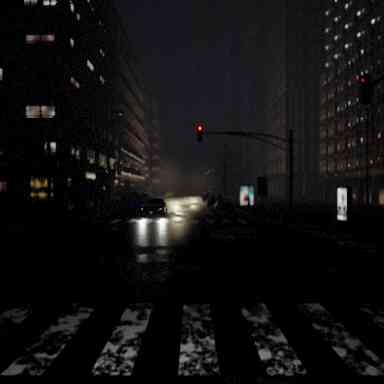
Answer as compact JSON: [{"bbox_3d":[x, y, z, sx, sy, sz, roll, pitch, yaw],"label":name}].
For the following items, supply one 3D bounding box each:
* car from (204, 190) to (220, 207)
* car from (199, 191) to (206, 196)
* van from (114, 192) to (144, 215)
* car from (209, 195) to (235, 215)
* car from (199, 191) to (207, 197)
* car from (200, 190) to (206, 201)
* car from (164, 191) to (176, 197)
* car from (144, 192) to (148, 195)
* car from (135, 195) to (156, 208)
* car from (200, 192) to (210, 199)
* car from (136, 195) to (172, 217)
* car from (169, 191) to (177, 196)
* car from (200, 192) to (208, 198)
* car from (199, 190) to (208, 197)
[{"bbox_3d":[2.789,0.950,40.132,1.967,1.590,4.097,0,1,0],"label":"car"},{"bbox_3d":[2.912,0.457,95.406,1.802,1.307,4.206,0,1,0],"label":"car"},{"bbox_3d":[-5.616,0.984,29.096,1.690,1.788,3.998,0,1,0],"label":"van"},{"bbox_3d":[2.763,1.225,29.078,1.802,1.307,4.206,0,1,0],"label":"car"},{"bbox_3d":[2.900,0.487,89.877,2.008,1.369,4.403,0,1,0],"label":"car"},{"bbox_3d":[2.826,0.754,56.713,1.967,1.590,4.097,0,1,0],"label":"car"},{"bbox_3d":[-5.505,0.501,78.842,1.967,1.590,4.097,0,1,0],"label":"car"},{"bbox_3d":[-5.604,0.891,34.623,2.192,1.841,5.009,0,1,0],"label":"car"},{"bbox_3d":[-5.593,1.055,40.153,1.887,1.381,4.507,0,1,0],"label":"car"},{"bbox_3d":[2.863,0.669,73.296,1.887,1.381,4.507,0,1,0],"label":"car"},{"bbox_3d":[-2.964,1.204,26.883,1.812,1.442,4.674,0,1,2],"label":"car"},{"bbox_3d":[-5.468,0.441,95.425,1.947,1.339,4.313,0,1,0],"label":"car"},{"bbox_3d":[2.875,0.643,78.824,1.802,1.307,4.206,0,1,0],"label":"car"},{"bbox_3d":[2.889,0.313,84.348,2.192,1.841,5.009,0,1,0],"label":"car"}]
